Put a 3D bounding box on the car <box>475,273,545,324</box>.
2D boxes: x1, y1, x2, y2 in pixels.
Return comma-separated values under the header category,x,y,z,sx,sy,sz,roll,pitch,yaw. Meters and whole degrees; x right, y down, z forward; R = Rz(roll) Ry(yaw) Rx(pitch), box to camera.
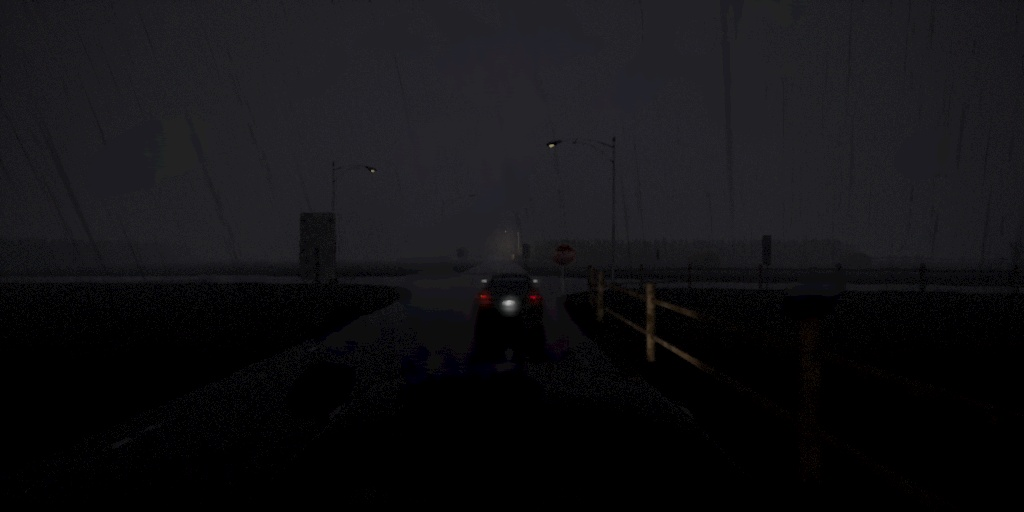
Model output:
category,x,y,z,sx,sy,sz,roll,pitch,yaw
car,-0.048,1.223,11.525,1.994,1.385,4.181,0,1,0
